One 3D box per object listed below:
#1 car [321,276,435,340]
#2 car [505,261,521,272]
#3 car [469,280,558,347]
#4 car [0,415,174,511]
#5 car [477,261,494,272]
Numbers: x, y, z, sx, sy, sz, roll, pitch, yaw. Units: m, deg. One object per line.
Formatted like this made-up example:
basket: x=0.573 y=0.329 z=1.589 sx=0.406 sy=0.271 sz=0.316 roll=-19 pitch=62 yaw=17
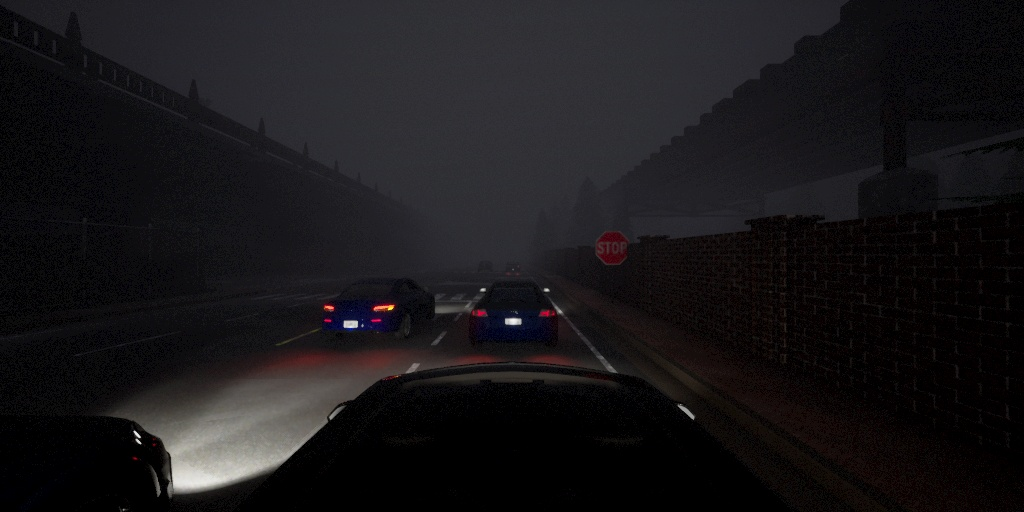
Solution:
car: x=-3.412 y=1.276 z=9.880 sx=1.812 sy=1.442 sz=4.674 roll=0 pitch=0 yaw=0
car: x=0.102 y=1.351 z=46.168 sx=1.895 sy=1.301 sz=4.718 roll=0 pitch=0 yaw=-1
car: x=0.069 y=1.314 z=9.357 sx=1.994 sy=1.385 sz=4.181 roll=0 pitch=0 yaw=1
car: x=-3.399 y=1.314 z=0.784 sx=1.994 sy=1.385 sz=4.181 roll=0 pitch=0 yaw=0
car: x=-3.393 y=1.297 z=46.000 sx=2.033 sy=1.411 sz=5.357 roll=0 pitch=0 yaw=-1
